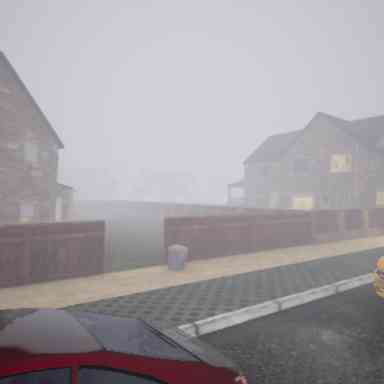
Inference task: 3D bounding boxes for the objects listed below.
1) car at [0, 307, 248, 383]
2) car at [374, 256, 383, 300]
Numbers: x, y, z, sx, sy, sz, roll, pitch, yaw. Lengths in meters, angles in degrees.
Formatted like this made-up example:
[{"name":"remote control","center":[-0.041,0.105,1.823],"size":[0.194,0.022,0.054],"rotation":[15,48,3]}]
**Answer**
[{"name":"car","center":[-1.538,1.573,1.954],"size":[4.181,1.385,1.994],"rotation":[0,0,-36]},{"name":"car","center":[5.974,1.553,7.407],"size":[5.008,1.535,1.882],"rotation":[1,-1,-36]}]
